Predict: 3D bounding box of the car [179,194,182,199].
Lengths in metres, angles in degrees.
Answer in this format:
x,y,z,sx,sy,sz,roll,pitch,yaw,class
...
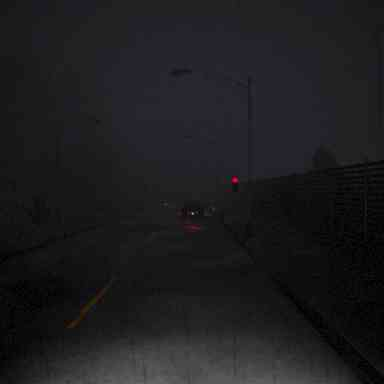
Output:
x,y,z,sx,sy,sz,roll,pitch,yaw,class
-3.989,1.162,78.784,2.097,1.767,4.553,0,0,0,car

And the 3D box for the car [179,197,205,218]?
x,y,z,sx,sy,sz,roll,pitch,yaw,class
0.078,1.436,28.832,1.837,1.490,4.892,0,1,0,car

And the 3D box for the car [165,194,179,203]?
x,y,z,sx,sy,sz,roll,pitch,yaw,class
-4.006,1.324,63.226,1.882,1.535,5.008,0,0,1,car

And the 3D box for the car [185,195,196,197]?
x,y,z,sx,sy,sz,roll,pitch,yaw,class
0.014,1.342,78.549,2.033,1.411,5.357,0,0,-4,car

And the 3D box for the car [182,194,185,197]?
x,y,z,sx,sy,sz,roll,pitch,yaw,class
-3.763,1.280,88.376,4.892,1.490,1.837,0,0,40,car
